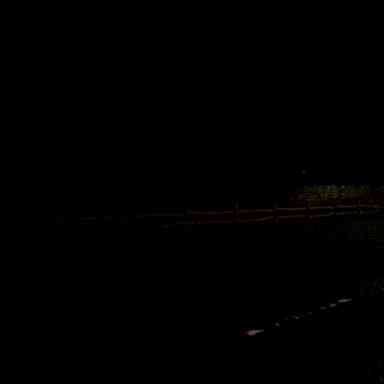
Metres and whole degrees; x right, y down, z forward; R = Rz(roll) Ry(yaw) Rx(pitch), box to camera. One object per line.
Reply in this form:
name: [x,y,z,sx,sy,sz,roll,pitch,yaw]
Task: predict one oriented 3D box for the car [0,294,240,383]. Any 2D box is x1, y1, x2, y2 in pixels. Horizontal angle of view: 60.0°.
car: [-1.942,1.477,1.686,5.008,1.535,1.882,0,0,-35]
